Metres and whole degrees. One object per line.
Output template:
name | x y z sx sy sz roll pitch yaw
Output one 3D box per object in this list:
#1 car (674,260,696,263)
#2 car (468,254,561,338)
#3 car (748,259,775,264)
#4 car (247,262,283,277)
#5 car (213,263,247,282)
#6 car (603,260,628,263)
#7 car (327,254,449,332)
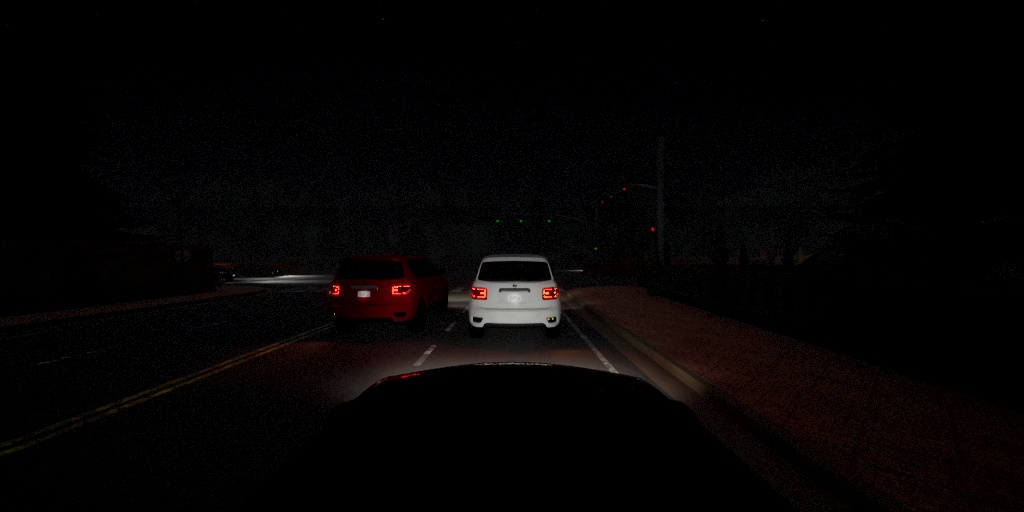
car | 23.361 1.297 48.978 5.357 1.411 2.033 0 0 0
car | 0.081 0.971 10.303 2.150 2.045 5.566 0 0 1
car | 33.207 1.221 48.938 4.892 1.490 1.837 -1 0 0
car | -24.933 1.314 35.104 4.181 1.385 1.994 0 0 0
car | -24.216 1.242 28.085 4.902 1.511 2.128 0 0 1
car | 13.593 1.255 49.039 4.892 1.490 1.837 0 0 0
car | -3.419 0.971 10.985 2.150 2.045 5.566 0 0 0
